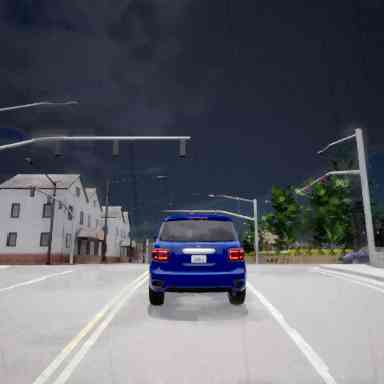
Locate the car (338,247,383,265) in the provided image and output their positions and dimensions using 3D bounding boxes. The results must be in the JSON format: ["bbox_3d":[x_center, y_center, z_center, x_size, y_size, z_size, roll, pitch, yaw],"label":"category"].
[{"bbox_3d":[15.428,5.660,29.613,4.553,1.767,2.097,0,-12,1],"label":"car"}]

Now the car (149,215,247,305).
[{"bbox_3d":[0.079,1.762,9.311,2.150,2.045,5.566,0,-7,-1],"label":"car"}]
